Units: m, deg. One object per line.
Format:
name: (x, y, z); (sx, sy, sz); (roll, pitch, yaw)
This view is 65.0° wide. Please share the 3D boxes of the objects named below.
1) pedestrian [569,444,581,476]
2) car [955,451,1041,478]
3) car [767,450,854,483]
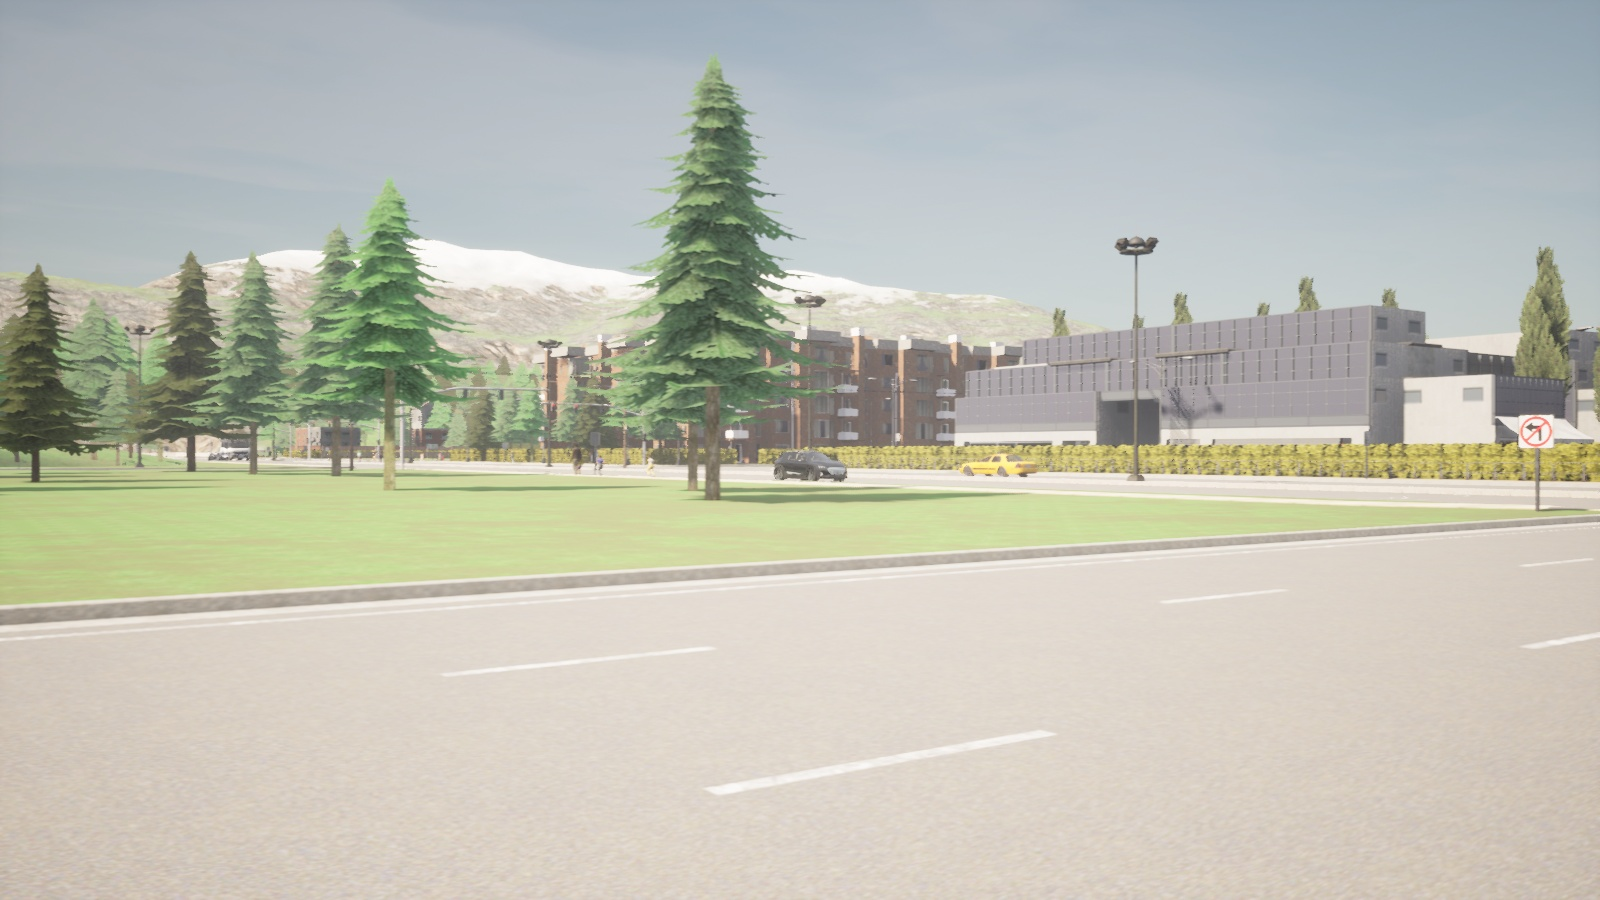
pedestrian: (-13.144, 0.591, 73.388); (0.431, 1.840, 0.703); (0, 0, -34)
car: (11.688, 0.842, 74.598); (1.801, 1.575, 5.366); (0, 0, -35)
car: (0.486, 0.832, 64.454); (2.033, 1.649, 4.856); (0, 0, -35)
